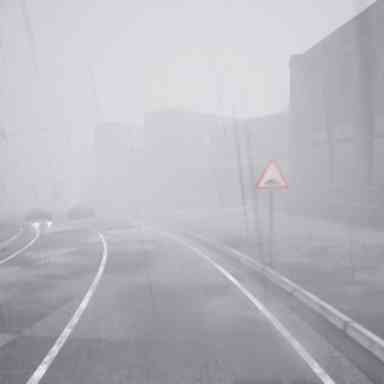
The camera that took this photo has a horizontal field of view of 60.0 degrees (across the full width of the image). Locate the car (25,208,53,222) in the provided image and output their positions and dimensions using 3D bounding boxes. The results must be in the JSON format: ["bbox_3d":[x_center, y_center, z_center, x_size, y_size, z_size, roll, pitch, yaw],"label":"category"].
[{"bbox_3d":[-16.374,2.438,35.474,1.994,1.385,4.181,-3,0,-39],"label":"car"}]

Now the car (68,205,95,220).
[{"bbox_3d":[-11.437,2.091,34.469,1.812,1.442,4.674,-3,0,-34],"label":"car"}]
